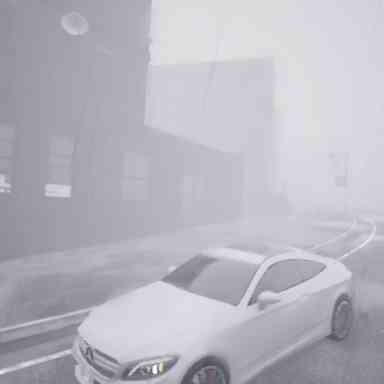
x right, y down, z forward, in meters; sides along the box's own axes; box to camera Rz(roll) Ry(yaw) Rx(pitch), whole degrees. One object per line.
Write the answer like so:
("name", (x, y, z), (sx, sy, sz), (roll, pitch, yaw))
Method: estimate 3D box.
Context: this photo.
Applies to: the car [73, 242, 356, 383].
("car", (0.712, 1.541, 4.835), (4.674, 1.442, 1.812), (0, 0, -41))
